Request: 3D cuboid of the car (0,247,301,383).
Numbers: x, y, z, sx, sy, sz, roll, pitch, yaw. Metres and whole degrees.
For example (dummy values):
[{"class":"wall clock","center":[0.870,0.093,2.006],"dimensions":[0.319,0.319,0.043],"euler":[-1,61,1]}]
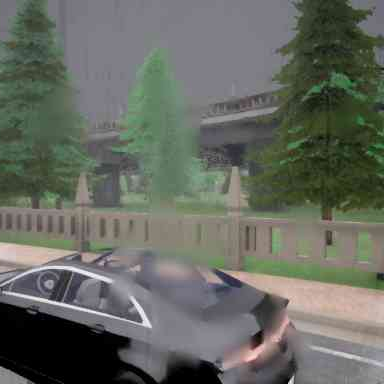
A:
[{"class":"car","center":[-1.183,1.492,4.242],"dimensions":[4.902,1.511,2.128],"euler":[0,0,33]}]
